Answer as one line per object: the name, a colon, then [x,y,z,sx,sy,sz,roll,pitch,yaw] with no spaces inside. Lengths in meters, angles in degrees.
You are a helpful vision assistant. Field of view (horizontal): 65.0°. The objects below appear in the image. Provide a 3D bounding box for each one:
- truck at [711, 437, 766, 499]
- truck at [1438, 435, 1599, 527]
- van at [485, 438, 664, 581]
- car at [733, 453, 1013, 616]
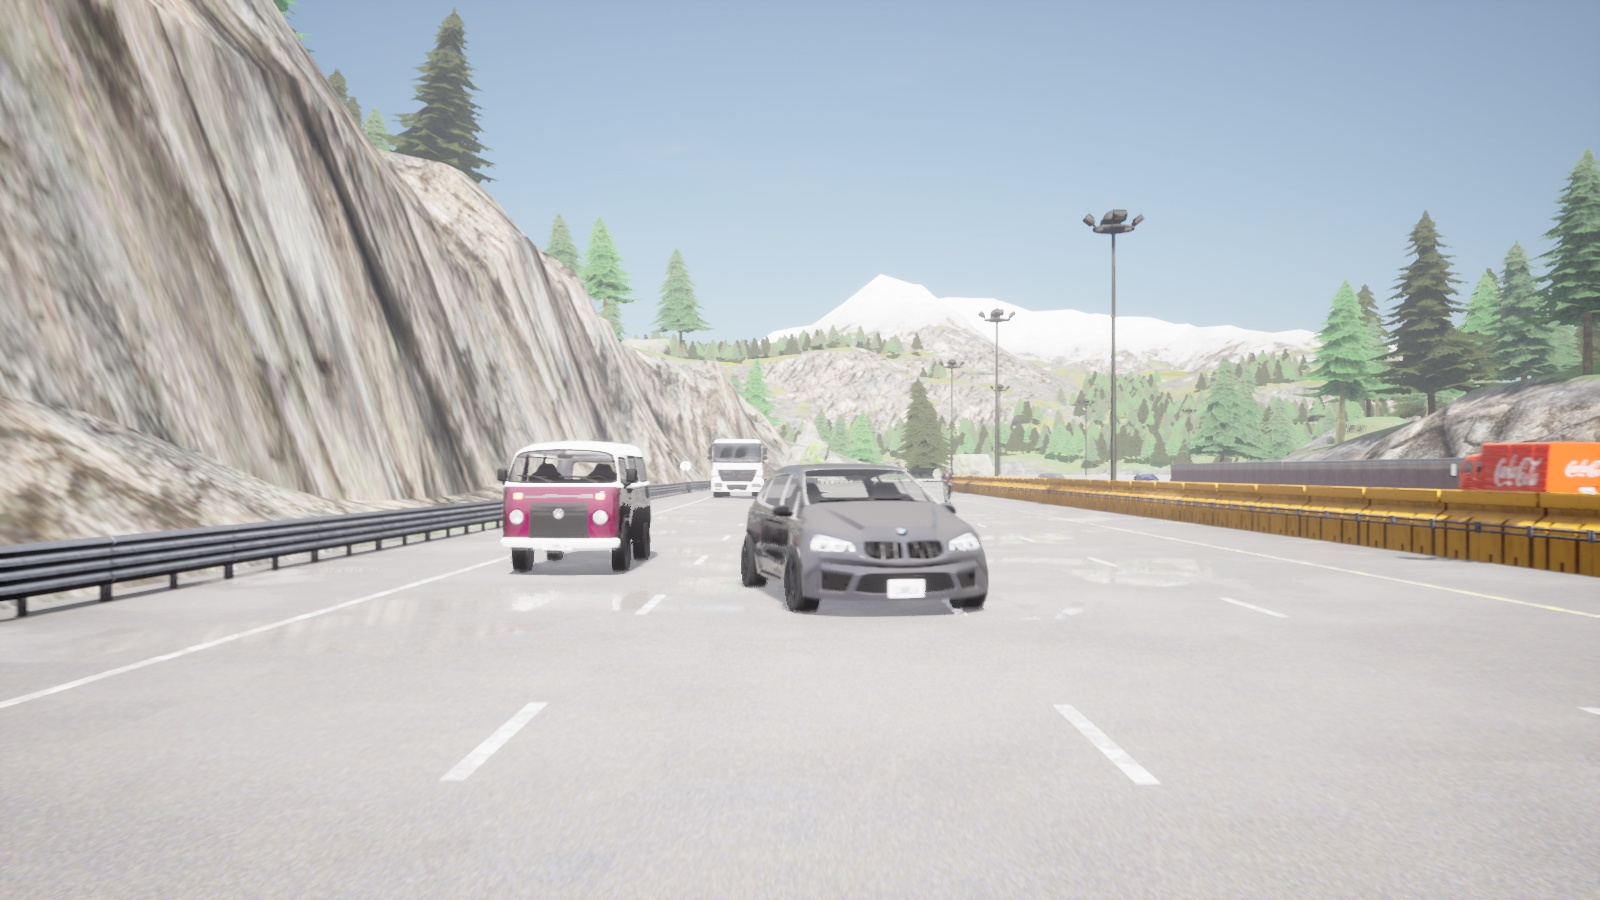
truck: [-3.533,1.084,73.916,2.891,3.462,7.936,0,-1,-1]
truck: [21.050,0.858,36.219,2.627,2.467,5.204,0,-1,0]
van: [-3.464,0.890,20.166,2.069,2.038,4.480,0,-1,0]
car: [0.667,0.916,15.427,2.242,1.667,4.611,0,-1,-13]
